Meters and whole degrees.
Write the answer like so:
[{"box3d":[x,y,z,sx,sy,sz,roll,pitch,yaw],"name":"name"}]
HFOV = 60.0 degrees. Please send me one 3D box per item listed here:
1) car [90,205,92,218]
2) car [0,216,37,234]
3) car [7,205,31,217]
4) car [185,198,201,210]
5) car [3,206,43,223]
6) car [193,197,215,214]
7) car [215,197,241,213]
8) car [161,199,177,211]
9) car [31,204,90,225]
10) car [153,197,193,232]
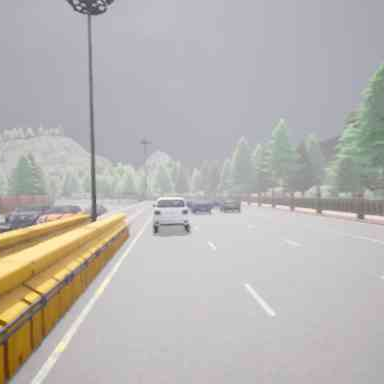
[{"box3d":[-9.344,1.921,32.486,1.812,1.442,4.674,-2,0,-4],"name":"car"},{"box3d":[-7.903,1.872,12.568,1.895,1.301,4.718,-2,0,-4],"name":"car"},{"box3d":[-12.416,1.806,26.247,2.097,1.767,4.553,-2,0,-4],"name":"car"},{"box3d":[0.091,1.677,48.088,1.882,1.535,5.008,-2,0,-4],"name":"car"},{"box3d":[-16.356,2.153,32.482,1.994,1.385,4.181,-2,0,-4],"name":"car"},{"box3d":[0.983,1.607,37.315,1.882,1.535,5.008,-2,0,-4],"name":"car"},{"box3d":[4.346,1.533,38.458,2.128,1.511,4.902,-2,0,-4],"name":"car"},{"box3d":[-3.165,1.773,45.962,2.128,1.511,4.902,-2,0,-4],"name":"car"},{"box3d":[-8.622,1.684,22.275,2.097,1.767,4.553,-2,0,-4],"name":"car"},{"box3d":[-1.365,1.351,21.614,2.150,2.045,5.566,-2,0,-4],"name":"car"}]
